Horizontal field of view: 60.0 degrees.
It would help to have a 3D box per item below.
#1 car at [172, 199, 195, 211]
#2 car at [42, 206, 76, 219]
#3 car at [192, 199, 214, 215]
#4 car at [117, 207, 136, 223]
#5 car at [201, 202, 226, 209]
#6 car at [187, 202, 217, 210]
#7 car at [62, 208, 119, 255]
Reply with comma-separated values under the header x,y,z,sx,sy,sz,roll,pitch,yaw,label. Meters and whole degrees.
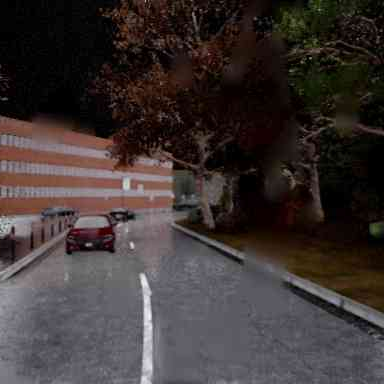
x,y,z,sx,sy,sz,roll,pitch,yaw,label
-0.619,2.267,56.882,5.566,2.045,2.435,-1,-1,26,car
-15.745,2.387,40.337,2.128,1.511,4.902,-1,-1,27,car
2.315,2.184,45.067,2.097,1.767,4.553,-1,-1,26,car
-6.786,2.163,31.481,1.994,1.385,4.181,-1,-1,10,car
4.295,2.703,67.056,4.674,1.452,2.002,-1,-1,26,car
1.848,2.593,61.964,5.008,1.535,2.097,-1,-1,26,car
-4.398,1.736,14.959,1.882,1.535,5.008,0,-1,-12,car
